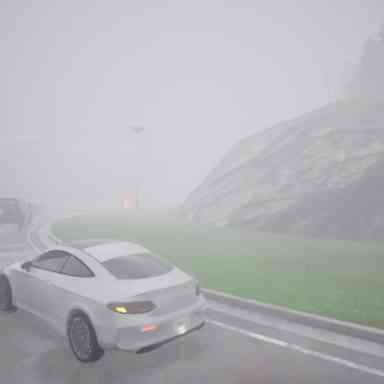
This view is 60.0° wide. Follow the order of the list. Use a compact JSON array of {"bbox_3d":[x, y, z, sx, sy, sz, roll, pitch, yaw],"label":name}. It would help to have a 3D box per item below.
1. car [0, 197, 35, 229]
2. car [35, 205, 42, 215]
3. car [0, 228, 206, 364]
[{"bbox_3d":[-12.483,1.385,22.835,2.150,2.045,5.566,0,0,-19],"label":"car"},{"bbox_3d":[-17.897,1.787,35.700,1.812,1.442,4.674,0,-1,-1],"label":"car"},{"bbox_3d":[-1.834,1.578,5.969,4.674,1.442,1.812,0,-1,43],"label":"car"}]
